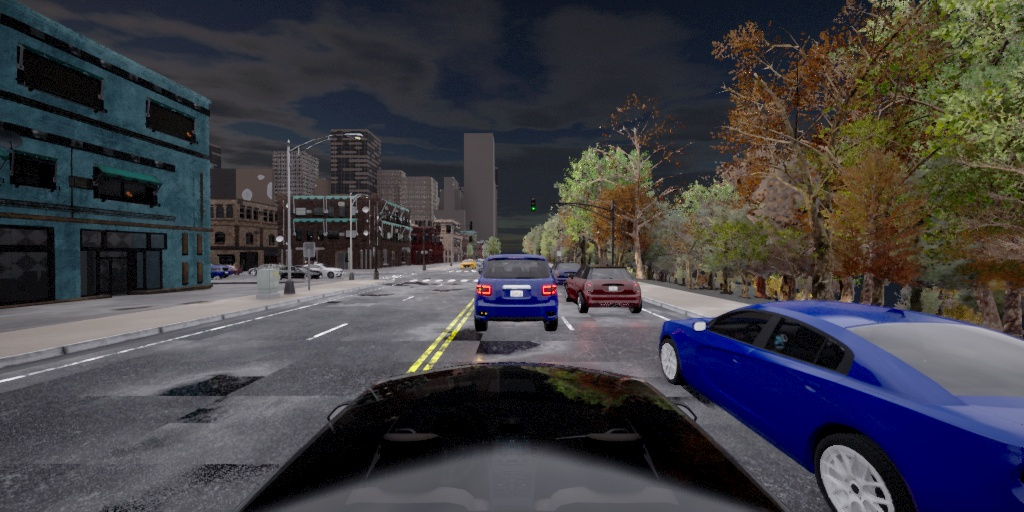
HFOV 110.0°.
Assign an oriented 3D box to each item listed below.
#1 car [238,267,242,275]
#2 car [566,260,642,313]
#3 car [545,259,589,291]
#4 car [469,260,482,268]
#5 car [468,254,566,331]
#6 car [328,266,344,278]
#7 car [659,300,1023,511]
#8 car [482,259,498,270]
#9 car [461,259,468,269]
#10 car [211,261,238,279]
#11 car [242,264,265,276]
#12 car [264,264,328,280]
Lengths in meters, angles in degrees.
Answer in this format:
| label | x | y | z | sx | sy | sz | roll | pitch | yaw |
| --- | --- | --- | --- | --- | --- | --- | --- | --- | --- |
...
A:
| label | x | y | z | sx | sy | sz | roll | pitch | yaw |
| --- | --- | --- | --- | --- | --- | --- | --- | --- | --- |
| car | -33.774 | 1.650 | 41.777 | 4.207 | 1.307 | 1.802 | 0 | 0 | 0 |
| car | 3.362 | 1.100 | 14.029 | 2.097 | 1.767 | 4.553 | 0 | 0 | 0 |
| car | 3.373 | 1.098 | 22.870 | 2.097 | 1.767 | 4.553 | 0 | 0 | 0 |
| car | -6.481 | 1.333 | 63.575 | 1.895 | 1.301 | 4.718 | 0 | 0 | -1 |
| car | 0.107 | 0.970 | 11.067 | 2.150 | 2.045 | 5.566 | 0 | 0 | 0 |
| car | -19.333 | 1.487 | 35.954 | 4.674 | 1.442 | 1.812 | -1 | 1 | -1 |
| car | 3.350 | 1.227 | 3.956 | 1.882 | 1.535 | 5.008 | 0 | 0 | 0 |
| car | -3.272 | 1.228 | 54.543 | 2.128 | 1.511 | 4.902 | 0 | 0 | 1 |
| car | -6.532 | 1.214 | 54.277 | 1.882 | 1.535 | 5.008 | 0 | 0 | 0 |
| car | -31.393 | 1.318 | 35.973 | 5.566 | 2.045 | 2.150 | 0 | 1 | 0 |
| car | -28.239 | 1.556 | 41.764 | 4.403 | 1.370 | 2.007 | 0 | 0 | 0 |
| car | -19.915 | 1.561 | 33.243 | 4.313 | 1.339 | 1.948 | 0 | 0 | 0 |
